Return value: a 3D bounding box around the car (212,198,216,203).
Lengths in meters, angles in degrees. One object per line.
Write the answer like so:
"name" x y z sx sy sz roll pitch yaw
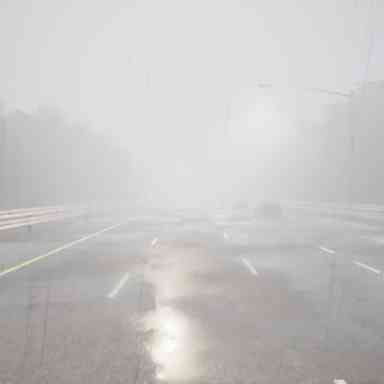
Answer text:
"car" 7.498 2.417 94.417 1.812 1.442 4.674 0 -1 1

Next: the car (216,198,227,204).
"car" 7.354 2.210 79.377 1.812 1.442 4.674 0 -1 1

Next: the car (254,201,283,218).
"car" 7.056 1.615 30.991 1.837 1.490 4.892 0 0 0

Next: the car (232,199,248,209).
"car" 7.142 1.792 49.699 1.882 1.535 5.008 0 -1 0
